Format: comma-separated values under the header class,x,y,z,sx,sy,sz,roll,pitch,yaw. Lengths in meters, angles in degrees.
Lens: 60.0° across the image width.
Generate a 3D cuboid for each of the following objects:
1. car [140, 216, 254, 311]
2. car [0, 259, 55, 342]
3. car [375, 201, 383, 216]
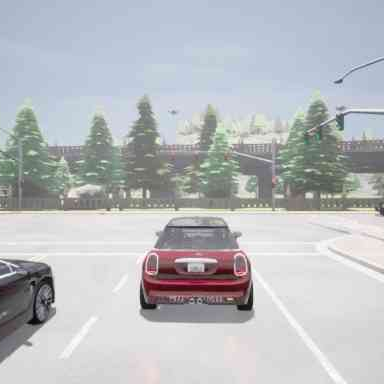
class,x,y,z,sx,sy,sz,roll,pitch,yaw
car,0.148,1.352,7.968,2.097,1.767,4.553,0,0,2
car,-3.432,1.492,4.217,2.128,1.511,4.902,0,0,0
car,19.473,1.166,29.666,5.566,2.045,2.150,0,0,1
